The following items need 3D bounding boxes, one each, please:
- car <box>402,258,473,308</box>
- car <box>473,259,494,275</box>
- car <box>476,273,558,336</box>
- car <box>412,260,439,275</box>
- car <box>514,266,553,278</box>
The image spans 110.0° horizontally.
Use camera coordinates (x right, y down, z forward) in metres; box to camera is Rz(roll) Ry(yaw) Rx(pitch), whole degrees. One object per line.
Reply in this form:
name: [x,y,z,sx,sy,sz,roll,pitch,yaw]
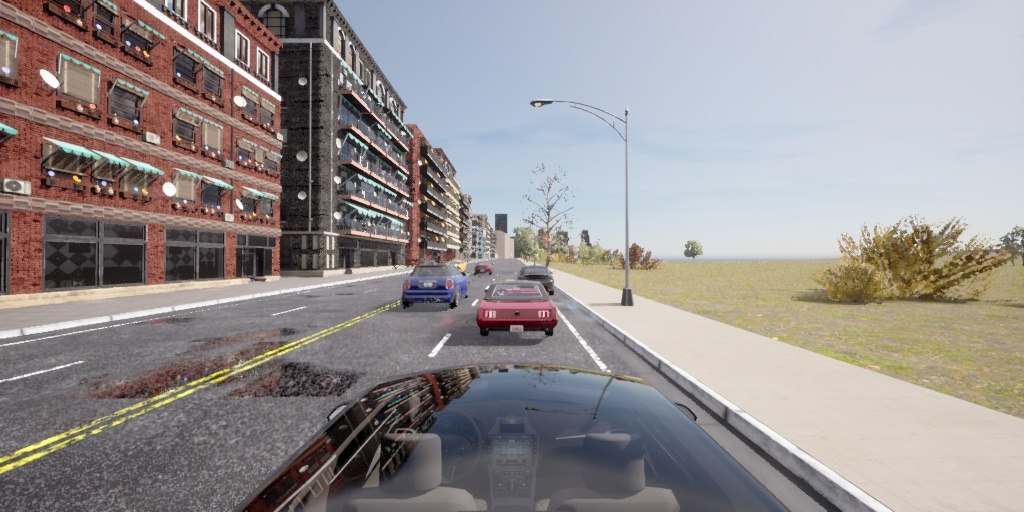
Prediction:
car: [-3.104,1.104,15.401,2.097,1.767,4.553,0,0,0]
car: [-3.022,1.277,39.049,1.812,1.442,4.674,0,0,0]
car: [0.128,1.352,10.336,1.895,1.301,4.718,0,0,0]
car: [-9.717,1.229,40.575,1.882,1.535,5.008,0,0,0]
car: [1.198,1.257,19.537,1.837,1.490,4.892,0,0,0]
